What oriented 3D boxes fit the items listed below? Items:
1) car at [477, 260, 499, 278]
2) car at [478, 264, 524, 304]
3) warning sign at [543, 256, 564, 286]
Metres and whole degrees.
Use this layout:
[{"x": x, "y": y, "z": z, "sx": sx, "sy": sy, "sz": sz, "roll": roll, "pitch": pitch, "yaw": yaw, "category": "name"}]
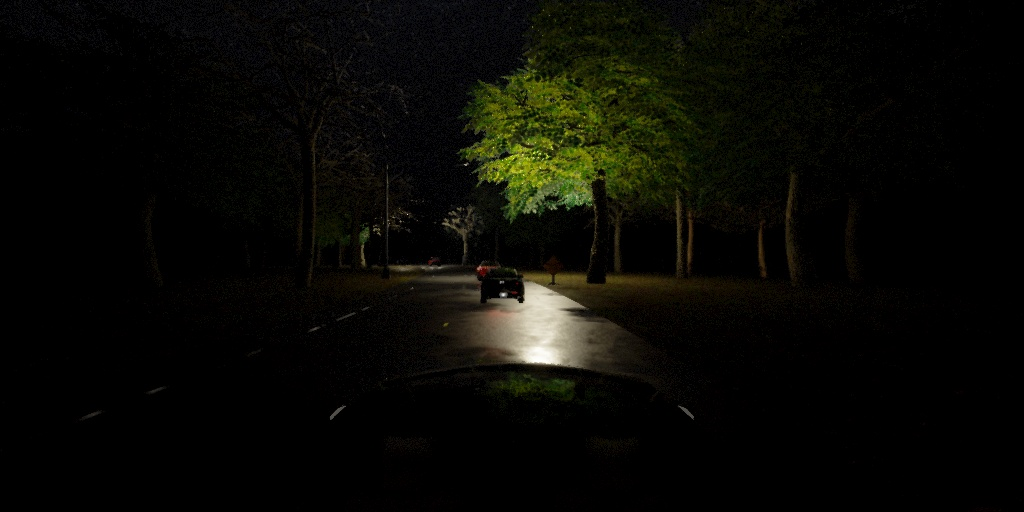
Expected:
[{"x": -2.004, "y": 1.188, "z": 31.617, "sx": 2.097, "sy": 1.767, "sz": 4.553, "roll": 0, "pitch": 0, "yaw": -8, "category": "car"}, {"x": -0.502, "y": 1.285, "z": 16.606, "sx": 1.837, "sy": 1.490, "sz": 4.892, "roll": 0, "pitch": 0, "yaw": -4, "category": "car"}, {"x": 2.593, "y": 0.899, "z": 22.505, "sx": 1.300, "sy": 1.860, "sz": 1.060, "roll": 0, "pitch": 0, "yaw": -5, "category": "warning sign"}]
